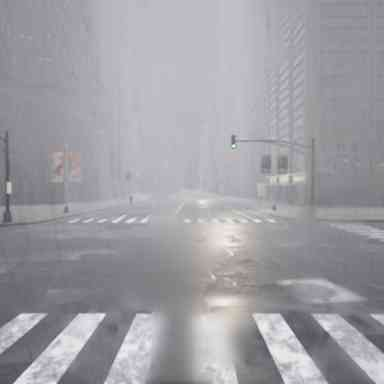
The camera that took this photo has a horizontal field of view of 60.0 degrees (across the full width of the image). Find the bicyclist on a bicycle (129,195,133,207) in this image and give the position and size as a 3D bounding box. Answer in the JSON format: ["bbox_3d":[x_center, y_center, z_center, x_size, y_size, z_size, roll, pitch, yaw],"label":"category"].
[{"bbox_3d":[-8.766,1.299,47.953,0.582,1.620,1.656,0,1,0],"label":"bicyclist on a bicycle"}]

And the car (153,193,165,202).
[{"bbox_3d":[-6.510,1.279,67.312,1.882,1.535,5.008,0,0,0],"label":"car"}]
